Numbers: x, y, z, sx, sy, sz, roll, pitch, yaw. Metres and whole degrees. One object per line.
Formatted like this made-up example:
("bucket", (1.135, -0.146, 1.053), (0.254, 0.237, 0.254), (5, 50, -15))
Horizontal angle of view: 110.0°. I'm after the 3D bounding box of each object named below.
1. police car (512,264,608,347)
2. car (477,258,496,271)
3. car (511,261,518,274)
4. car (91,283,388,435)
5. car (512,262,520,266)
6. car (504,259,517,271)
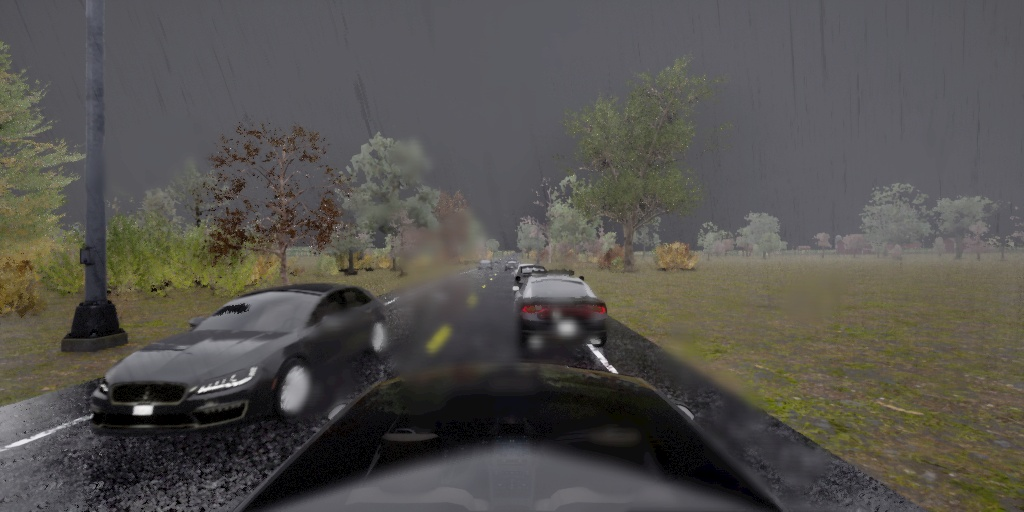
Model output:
("police car", (1.050, 1.173, 9.430), (1.930, 1.638, 5.238), (0, 0, 0))
("car", (-3.596, 1.236, 48.829), (1.812, 1.442, 4.674), (0, 0, 0))
("car", (1.051, 1.265, 25.322), (1.812, 1.442, 4.674), (0, 0, 0))
("car", (-3.601, 1.254, 5.929), (1.837, 1.490, 4.892), (0, 0, 0))
("car", (1.050, 1.248, 19.321), (1.837, 1.490, 4.892), (0, 0, 0))
("car", (0.036, 1.238, 47.434), (1.812, 1.442, 4.674), (0, 0, 1))
